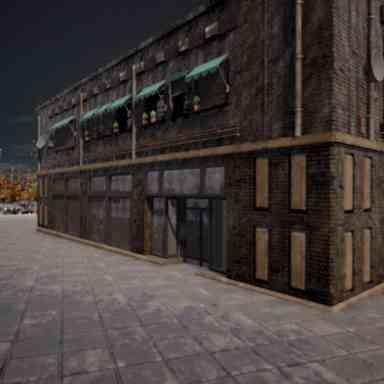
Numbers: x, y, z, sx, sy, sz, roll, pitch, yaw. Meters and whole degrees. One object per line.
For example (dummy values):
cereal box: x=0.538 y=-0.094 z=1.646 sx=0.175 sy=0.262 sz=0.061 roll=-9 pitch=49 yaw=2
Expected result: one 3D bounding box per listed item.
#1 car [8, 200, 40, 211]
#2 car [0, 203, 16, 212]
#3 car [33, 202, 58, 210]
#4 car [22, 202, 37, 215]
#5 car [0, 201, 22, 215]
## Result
car: x=-33.254 y=2.733 z=65.872 sx=5.566 sy=2.045 sz=2.435 roll=0 pitch=-1 yaw=20
car: x=-34.936 y=2.824 z=60.545 sx=5.366 sy=1.575 sz=1.946 roll=0 pitch=-2 yaw=20
car: x=-31.377 y=2.984 z=71.123 sx=4.553 sy=1.767 sz=2.185 roll=0 pitch=-1 yaw=20
car: x=-25.526 y=2.619 z=48.486 sx=4.792 sy=1.488 sz=2.163 roll=0 pitch=-2 yaw=20
car: x=-26.460 y=2.348 z=45.869 sx=4.553 sy=1.767 sz=2.185 roll=0 pitch=-2 yaw=20
